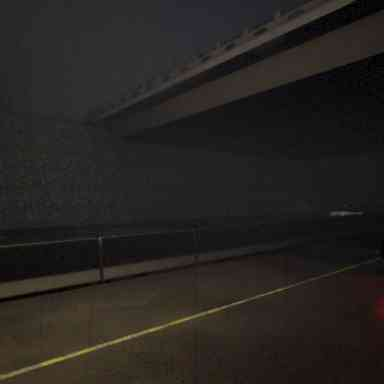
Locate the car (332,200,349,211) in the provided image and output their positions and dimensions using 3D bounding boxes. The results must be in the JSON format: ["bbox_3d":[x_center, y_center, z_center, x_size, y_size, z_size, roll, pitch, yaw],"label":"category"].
[{"bbox_3d":[23.719,2.042,51.746,4.553,1.767,2.097,0,-1,-40],"label":"car"}]

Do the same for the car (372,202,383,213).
[{"bbox_3d":[26.850,2.026,45.245,5.008,1.535,1.882,0,-1,-40],"label":"car"}]

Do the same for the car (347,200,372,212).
[{"bbox_3d":[24.753,2.217,48.050,4.718,1.301,1.895,0,-1,-40],"label":"car"}]

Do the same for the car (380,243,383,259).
[{"bbox_3d":[7.912,1.720,10.625,4.718,1.301,1.895,0,-1,-40],"label":"car"}]
